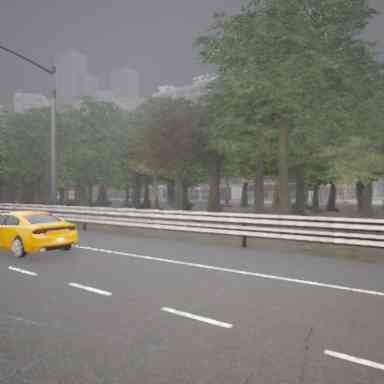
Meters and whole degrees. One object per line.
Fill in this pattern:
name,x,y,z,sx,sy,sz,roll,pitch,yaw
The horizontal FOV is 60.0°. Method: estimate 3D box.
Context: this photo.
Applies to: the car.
car,-6.517,1.477,12.831,5.008,1.535,1.882,0,0,36
